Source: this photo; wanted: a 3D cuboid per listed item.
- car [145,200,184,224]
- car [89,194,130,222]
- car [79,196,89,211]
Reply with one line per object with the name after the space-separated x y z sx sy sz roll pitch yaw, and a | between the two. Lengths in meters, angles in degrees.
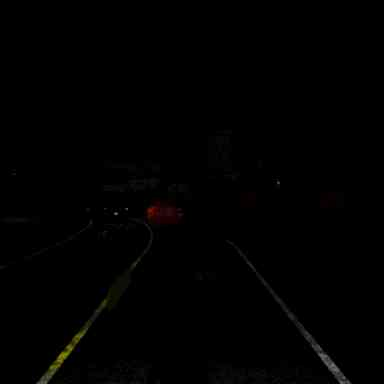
-2.138 1.352 24.680 2.097 1.767 4.553 0 0 -17 | car
-6.606 1.223 26.658 2.150 2.045 5.566 0 0 -24 | car
-11.688 1.329 40.670 2.150 2.045 5.566 1 -1 -44 | car
